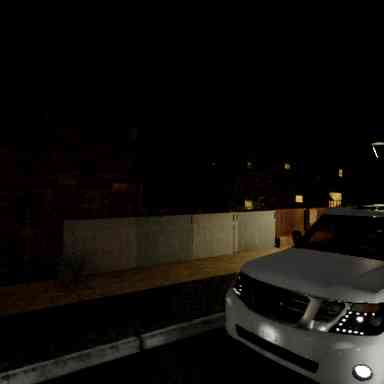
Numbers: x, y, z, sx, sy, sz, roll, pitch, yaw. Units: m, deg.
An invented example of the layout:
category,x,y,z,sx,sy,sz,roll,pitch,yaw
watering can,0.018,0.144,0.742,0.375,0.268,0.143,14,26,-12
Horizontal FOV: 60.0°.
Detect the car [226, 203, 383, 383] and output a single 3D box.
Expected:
category,x,y,z,sx,sy,sz,roll,pitch,yaw
car,3.110,1.227,5.291,5.566,2.045,2.150,0,0,-36
